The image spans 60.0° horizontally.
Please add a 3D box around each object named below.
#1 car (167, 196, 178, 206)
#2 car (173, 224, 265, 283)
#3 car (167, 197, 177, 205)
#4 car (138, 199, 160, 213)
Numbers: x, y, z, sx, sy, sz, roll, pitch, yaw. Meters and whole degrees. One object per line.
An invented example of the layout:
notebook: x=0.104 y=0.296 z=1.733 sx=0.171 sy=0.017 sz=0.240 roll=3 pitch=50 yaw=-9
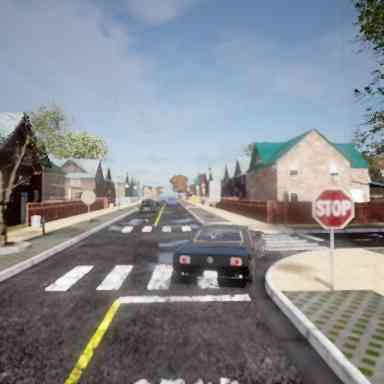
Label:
car: x=-3.371 y=1.755 z=57.634 sx=2.033 sy=1.411 sz=5.357 roll=0 pitch=0 yaw=-3
car: x=1.035 y=1.593 z=9.796 sx=1.895 sy=1.301 sz=4.718 roll=-1 pitch=0 yaw=16
car: x=-4.069 y=1.764 z=67.403 sx=1.882 sy=1.535 sz=5.008 roll=0 pitch=-1 yaw=-4
car: x=-4.937 y=1.582 z=37.528 sx=1.837 sy=1.490 sz=4.892 roll=0 pitch=0 yaw=-4
